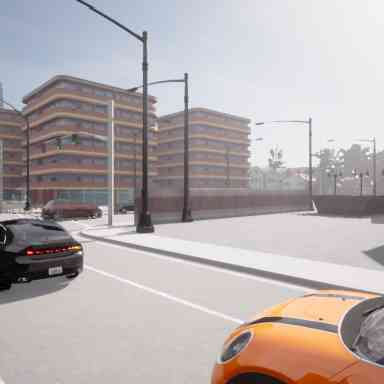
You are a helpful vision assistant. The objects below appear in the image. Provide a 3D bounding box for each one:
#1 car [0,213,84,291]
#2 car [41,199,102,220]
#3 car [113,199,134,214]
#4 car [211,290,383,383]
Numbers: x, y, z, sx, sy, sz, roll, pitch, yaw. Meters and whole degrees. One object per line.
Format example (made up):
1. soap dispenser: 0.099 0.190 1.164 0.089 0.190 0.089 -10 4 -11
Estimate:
1. car: -4.699 1.505 9.166 1.837 1.490 4.892 0 0 -43
2. car: -9.535 1.349 26.659 4.553 1.767 2.097 0 0 -44
3. car: -6.322 1.491 34.976 4.902 1.511 2.128 0 0 -44
4. car: 2.319 1.352 2.301 4.553 1.767 2.097 0 0 40
